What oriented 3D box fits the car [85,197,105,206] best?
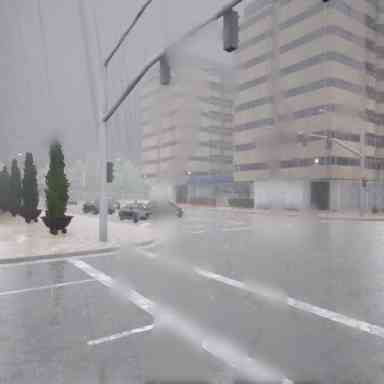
[{"bbox_3d":[-16.407,1.564,55.918,1.994,1.385,4.181,0,0,-35],"label":"car"}]

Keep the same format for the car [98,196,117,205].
[{"bbox_3d":[-15.555,1.526,60.807,1.812,1.442,4.674,0,0,-35],"label":"car"}]

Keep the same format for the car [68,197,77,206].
[{"bbox_3d":[-20.604,1.566,55.636,1.994,1.385,4.181,0,0,-35],"label":"car"}]

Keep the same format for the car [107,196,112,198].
[{"bbox_3d":[-10.341,1.492,40.786,2.128,1.511,4.902,0,0,-35],"label":"car"}]

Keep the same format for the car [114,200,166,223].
[{"bbox_3d":[-4.135,1.564,25.786,1.994,1.385,4.181,0,0,-35],"label":"car"}]

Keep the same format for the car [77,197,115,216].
[{"bbox_3d":[-9.472,1.547,33.424,2.033,1.411,5.357,0,0,-35],"label":"car"}]

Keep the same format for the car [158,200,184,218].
[{"bbox_3d":[-2.611,1.505,29.718,1.837,1.490,4.892,0,0,-35],"label":"car"}]
